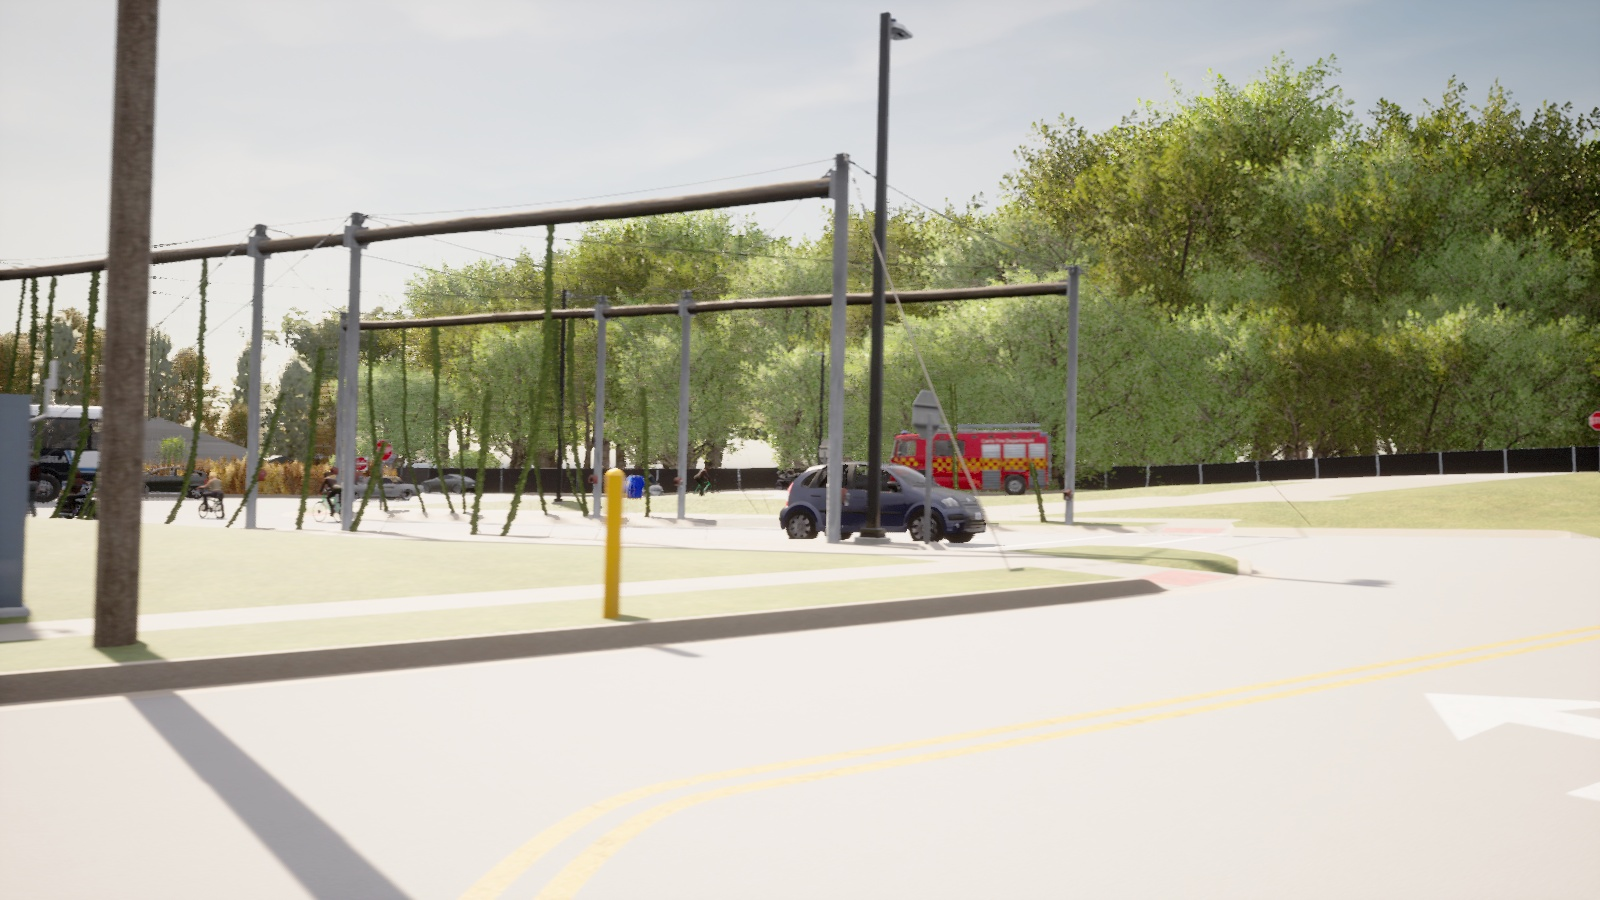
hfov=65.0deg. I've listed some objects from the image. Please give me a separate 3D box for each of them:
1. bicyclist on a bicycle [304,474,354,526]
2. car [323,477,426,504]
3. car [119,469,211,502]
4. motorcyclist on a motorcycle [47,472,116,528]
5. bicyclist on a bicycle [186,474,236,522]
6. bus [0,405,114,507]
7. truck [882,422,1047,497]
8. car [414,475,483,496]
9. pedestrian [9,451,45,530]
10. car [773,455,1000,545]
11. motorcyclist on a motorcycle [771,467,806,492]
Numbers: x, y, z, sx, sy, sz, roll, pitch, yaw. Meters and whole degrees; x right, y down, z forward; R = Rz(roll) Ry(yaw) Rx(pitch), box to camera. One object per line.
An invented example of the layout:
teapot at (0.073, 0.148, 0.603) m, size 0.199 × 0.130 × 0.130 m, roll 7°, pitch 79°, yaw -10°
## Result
bicyclist on a bicycle at (-14.951, 1.570, 39.865) m, size 1.656 × 1.620 × 0.582 m, roll -1°, pitch -2°, yaw 31°
car at (-22.132, 2.098, 65.379) m, size 1.895 × 1.301 × 4.718 m, roll -1°, pitch -2°, yaw 44°
car at (-30.610, 1.715, 60.547) m, size 3.705 × 1.549 × 1.789 m, roll 2°, pitch -1°, yaw -35°
motorcyclist on a motorcycle at (-21.713, 1.498, 37.922) m, size 2.350 × 1.649 × 0.766 m, roll -1°, pitch -2°, yaw 33°
bicyclist on a bicycle at (-20.298, 1.638, 43.246) m, size 1.509 × 1.612 × 0.866 m, roll -1°, pitch -2°, yaw 33°
bus at (-35.087, 0.208, 53.041) m, size 10.273 × 4.253 × 3.944 m, roll 2°, pitch 0°, yaw -35°
truck at (8.848, 0.537, 67.243) m, size 8.468 × 3.827 × 2.891 m, roll -1°, pitch -1°, yaw 13°
car at (-24.097, 2.436, 86.125) m, size 4.181 × 1.385 × 1.994 m, roll 0°, pitch 0°, yaw 22°
pedestrian at (-18.263, 0.947, 29.675) m, size 0.720 × 1.854 × 0.376 m, roll 1°, pitch -1°, yaw 31°
car at (1.667, 0.973, 24.501) m, size 3.988 × 1.617 × 1.851 m, roll -2°, pitch -2°, yaw 31°
motorcyclist on a motorcycle at (-0.719, 1.857, 79.126) m, size 2.191 × 1.530 × 0.866 m, roll -1°, pitch -1°, yaw 43°
